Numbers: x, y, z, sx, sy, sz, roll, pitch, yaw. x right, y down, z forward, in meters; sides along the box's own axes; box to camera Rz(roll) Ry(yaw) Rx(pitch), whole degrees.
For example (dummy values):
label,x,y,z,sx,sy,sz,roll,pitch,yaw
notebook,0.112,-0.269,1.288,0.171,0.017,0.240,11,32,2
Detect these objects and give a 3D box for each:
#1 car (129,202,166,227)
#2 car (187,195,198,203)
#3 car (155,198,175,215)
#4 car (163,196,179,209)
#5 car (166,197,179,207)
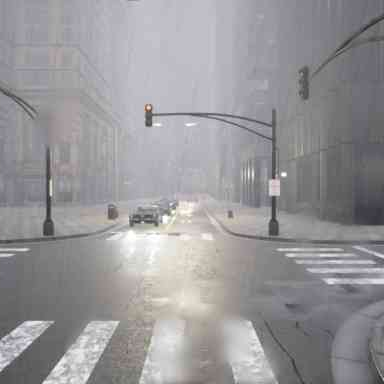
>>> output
label,x,y,z,sx,sy,sz,roll,pitch,yaw
car,-3.105,1.601,23.160,1.895,1.301,4.718,0,0,0
car,0.084,1.366,69.632,2.097,1.767,4.553,0,0,0
car,-3.101,1.564,33.102,1.994,1.385,4.181,0,0,0
car,-3.106,1.354,43.104,2.097,1.767,4.553,0,0,0
car,-3.064,1.531,53.145,1.812,1.442,4.674,0,0,1
